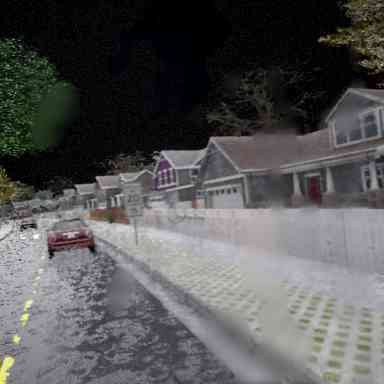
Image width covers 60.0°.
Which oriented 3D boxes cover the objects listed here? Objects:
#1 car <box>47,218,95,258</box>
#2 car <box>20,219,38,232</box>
[{"bbox_3d":[-6.361,2.150,17.290,2.097,1.767,4.553,-5,-1,-22],"label":"car"},{"bbox_3d":[-19.851,3.978,40.406,1.895,1.301,4.718,-5,-1,-27],"label":"car"}]
